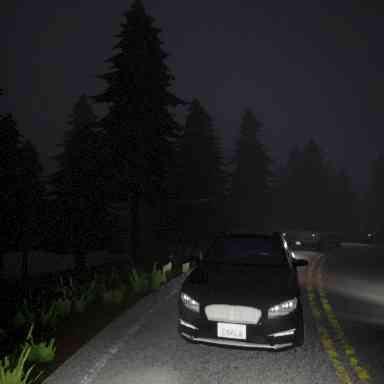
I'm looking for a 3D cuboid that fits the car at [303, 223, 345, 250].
[{"bbox_3d":[6.500,2.308,17.695,1.895,1.301,4.718,-3,-6,39],"label":"car"}]

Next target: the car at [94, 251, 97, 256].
[{"bbox_3d":[-20.263,13.650,72.971,4.181,1.381,1.994,-2,-5,31],"label":"car"}]

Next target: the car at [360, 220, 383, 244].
[{"bbox_3d":[15.844,3.225,26.458,5.566,2.045,2.150,8,-8,-28],"label":"car"}]

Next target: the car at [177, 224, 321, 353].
[{"bbox_3d":[1.133,1.562,6.602,2.128,1.511,4.902,-1,-2,15],"label":"car"}]
